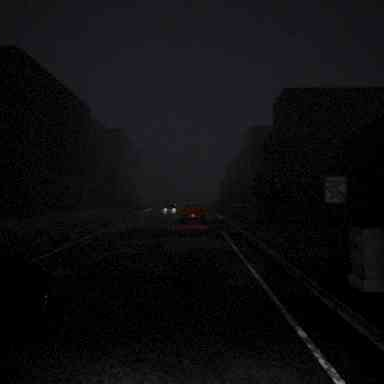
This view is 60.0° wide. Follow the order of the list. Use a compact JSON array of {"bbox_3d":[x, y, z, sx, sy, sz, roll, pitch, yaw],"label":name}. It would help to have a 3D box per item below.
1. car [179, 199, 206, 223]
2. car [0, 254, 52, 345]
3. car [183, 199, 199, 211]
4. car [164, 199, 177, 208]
[{"bbox_3d":[0.043,1.522,26.200,1.882,1.535,5.008,0,0,-1],"label":"car"},{"bbox_3d":[-3.599,1.572,4.501,1.994,1.385,4.181,0,0,0],"label":"car"},{"bbox_3d":[-0.167,1.638,42.871,1.994,1.385,4.181,0,0,-1],"label":"car"},{"bbox_3d":[-3.096,1.686,48.992,2.033,1.411,5.357,0,0,-1],"label":"car"}]
